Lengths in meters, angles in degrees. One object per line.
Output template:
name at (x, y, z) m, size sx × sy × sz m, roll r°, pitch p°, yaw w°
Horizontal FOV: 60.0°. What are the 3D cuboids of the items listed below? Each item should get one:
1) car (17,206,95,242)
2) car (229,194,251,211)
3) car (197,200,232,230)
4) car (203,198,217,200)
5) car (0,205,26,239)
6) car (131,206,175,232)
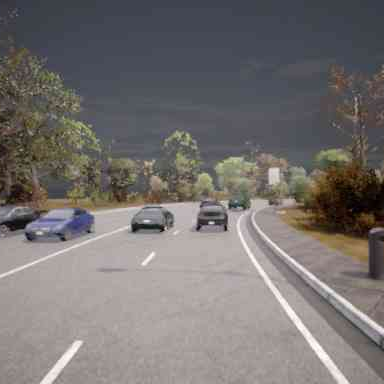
car at (-6.314, 1.512, 16.540) m, size 1.812 × 1.442 × 4.674 m, roll 0°, pitch 0°, yaw 5°
car at (6.102, 1.233, 42.280) m, size 2.150 × 2.045 × 5.566 m, roll 0°, pitch 0°, yaw 18°
car at (1.404, 1.505, 21.198) m, size 1.837 × 1.490 × 4.892 m, roll 0°, pitch 0°, yaw 7°
car at (2.417, 1.504, 42.131) m, size 1.837 × 1.490 × 4.892 m, roll 0°, pitch 0°, yaw 17°
car at (-9.744, 1.472, 17.441) m, size 2.128 × 1.511 × 4.902 m, roll 0°, pitch 0°, yaw 5°
car at (-2.253, 1.557, 20.106) m, size 1.994 × 1.385 × 4.181 m, roll 0°, pitch 0°, yaw 6°
